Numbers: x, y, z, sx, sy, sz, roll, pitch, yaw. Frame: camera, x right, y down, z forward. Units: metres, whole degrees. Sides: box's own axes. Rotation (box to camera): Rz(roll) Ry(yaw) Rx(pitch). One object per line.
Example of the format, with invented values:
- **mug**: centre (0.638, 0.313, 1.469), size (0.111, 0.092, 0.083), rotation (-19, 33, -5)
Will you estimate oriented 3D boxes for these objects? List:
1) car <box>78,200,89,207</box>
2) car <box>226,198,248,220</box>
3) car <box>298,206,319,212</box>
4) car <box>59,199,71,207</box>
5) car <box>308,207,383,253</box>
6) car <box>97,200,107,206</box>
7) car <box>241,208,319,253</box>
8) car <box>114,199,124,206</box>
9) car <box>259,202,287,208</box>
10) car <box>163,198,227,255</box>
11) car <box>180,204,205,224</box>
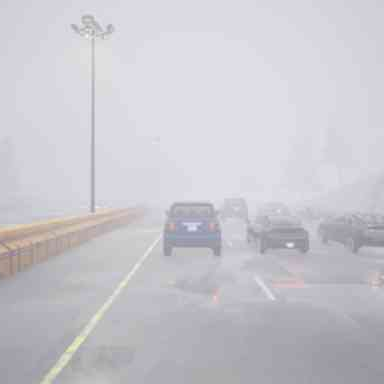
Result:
- **car**: centre (-21.836, 2.203, 67.085), size (1.994, 1.385, 4.181), rotation (0, -1, -13)
- **car**: centre (3.535, 1.498, 29.000), size (2.150, 2.045, 5.566), rotation (0, 0, 0)
- **car**: centre (10.534, 1.883, 29.069), size (1.895, 1.301, 4.718), rotation (0, -1, 0)
- **car**: centre (-25.193, 2.166, 66.070), size (2.128, 1.511, 4.902), rotation (0, -1, -13)
- **car**: centre (7.016, 1.632, 14.265), size (2.128, 1.511, 4.902), rotation (0, 0, 0)
- **car**: centre (-18.477, 2.255, 68.069), size (1.895, 1.301, 4.718), rotation (0, -1, -13)
- **car**: centre (3.516, 1.647, 14.283), size (1.837, 1.490, 4.892), rotation (0, 0, 0)
- **car**: centre (-15.132, 2.209, 69.113), size (2.033, 1.411, 5.357), rotation (0, -1, -13)
- **car**: centre (7.034, 1.632, 29.054), size (2.097, 1.767, 4.553), rotation (0, -1, 0)
- **car**: centre (0.012, 1.353, 14.006), size (2.150, 2.045, 5.566), rotation (0, 0, 0)
- **car**: centre (0.034, 1.829, 28.969), size (2.033, 1.411, 5.357), rotation (0, -1, 0)
